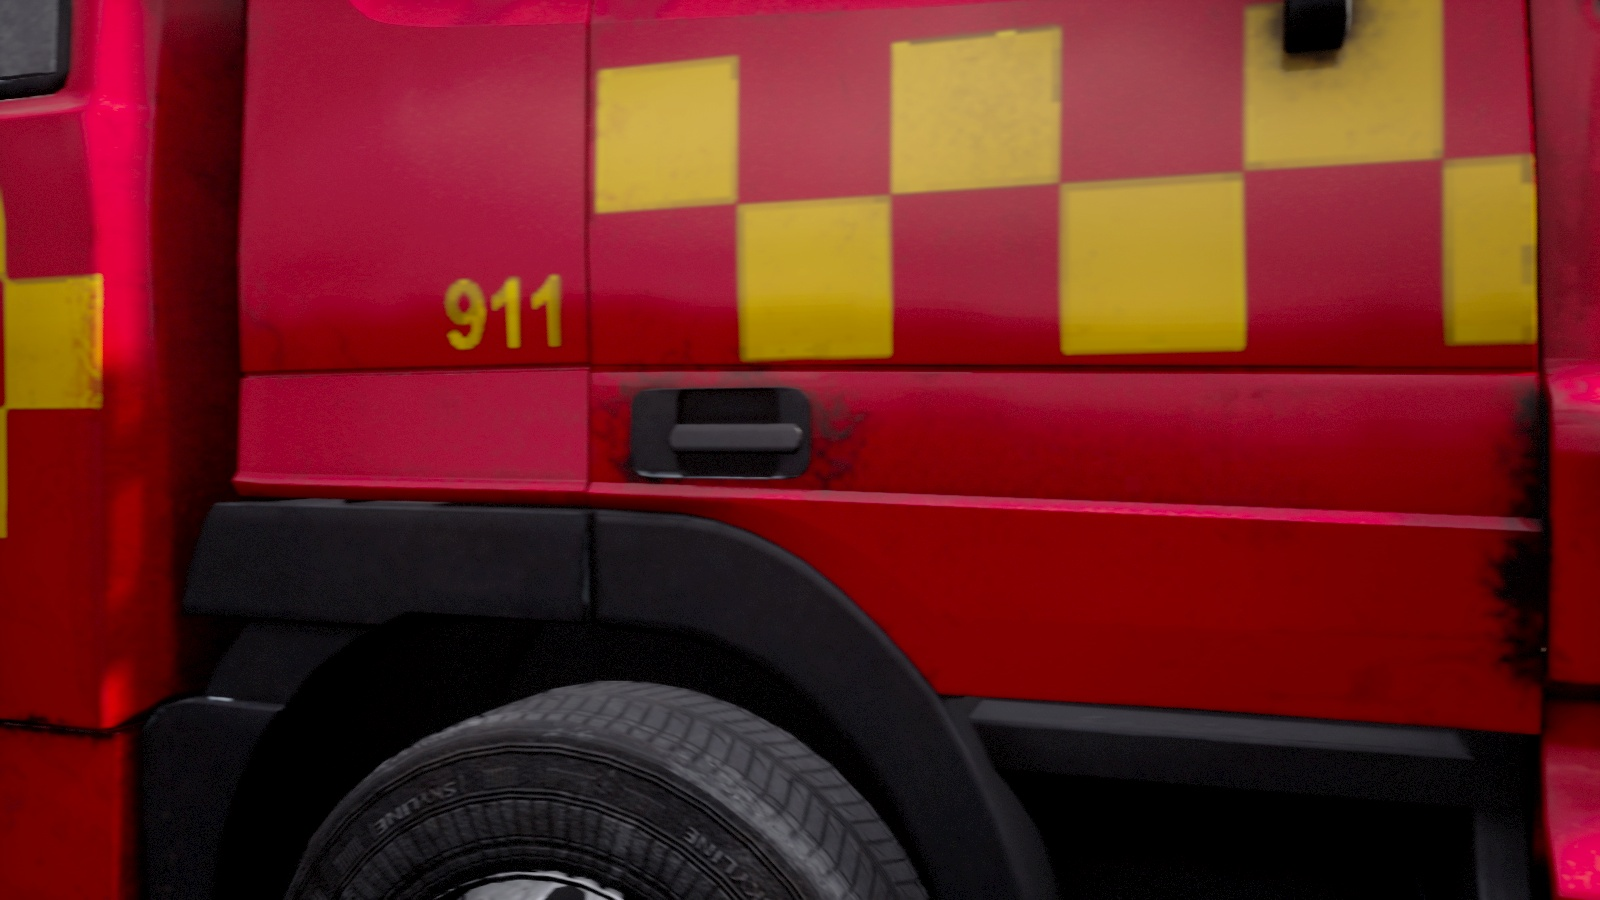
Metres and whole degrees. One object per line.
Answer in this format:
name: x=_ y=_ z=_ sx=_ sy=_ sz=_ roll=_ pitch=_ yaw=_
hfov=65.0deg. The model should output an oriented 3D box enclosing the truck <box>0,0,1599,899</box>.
truck: x=-2.117 y=-0.414 z=3.888 sx=8.468 sy=3.827 sz=2.891 roll=1 pitch=1 yaw=19
